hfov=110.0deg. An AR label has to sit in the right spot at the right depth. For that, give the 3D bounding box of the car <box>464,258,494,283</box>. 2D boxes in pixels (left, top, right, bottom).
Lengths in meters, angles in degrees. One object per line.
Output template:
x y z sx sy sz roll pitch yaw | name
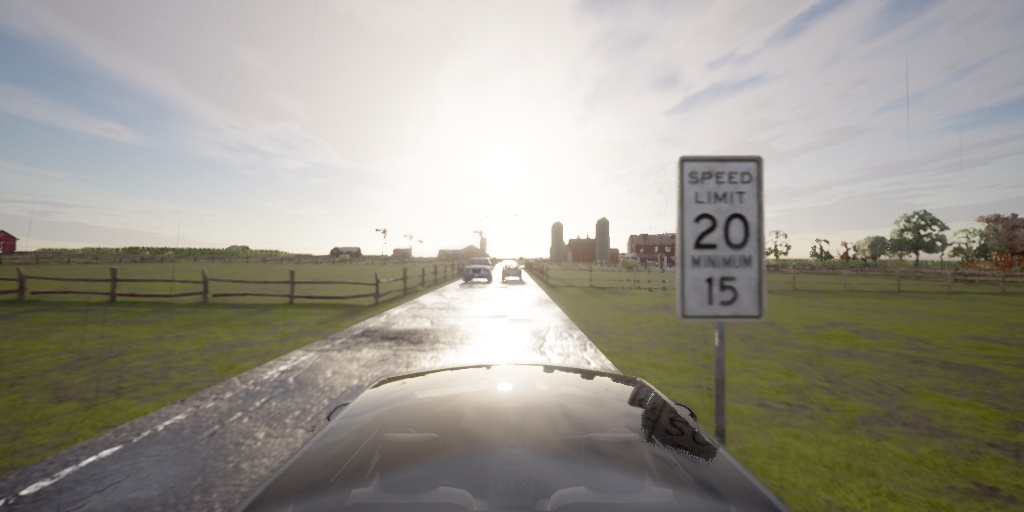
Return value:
-2.755 1.174 30.698 2.150 2.045 5.566 0 0 0 | car

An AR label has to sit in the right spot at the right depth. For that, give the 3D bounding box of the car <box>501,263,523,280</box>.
0.005 1.403 33.179 2.128 1.511 4.902 0 0 0 | car
